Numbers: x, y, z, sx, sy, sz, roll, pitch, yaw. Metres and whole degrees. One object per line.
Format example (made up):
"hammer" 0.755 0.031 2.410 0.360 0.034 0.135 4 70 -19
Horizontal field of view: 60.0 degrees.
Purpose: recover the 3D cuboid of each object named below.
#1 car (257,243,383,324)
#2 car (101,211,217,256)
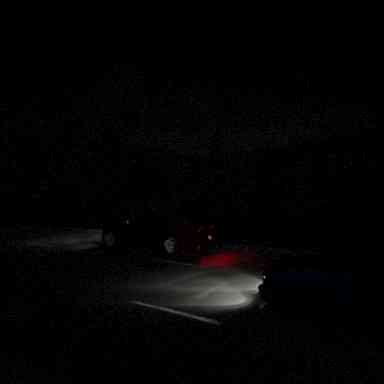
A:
"car" 3.879 1.536 5.521 5.357 1.411 2.033 0 0 35
"car" -1.446 1.486 13.304 5.008 1.535 1.882 0 0 32
